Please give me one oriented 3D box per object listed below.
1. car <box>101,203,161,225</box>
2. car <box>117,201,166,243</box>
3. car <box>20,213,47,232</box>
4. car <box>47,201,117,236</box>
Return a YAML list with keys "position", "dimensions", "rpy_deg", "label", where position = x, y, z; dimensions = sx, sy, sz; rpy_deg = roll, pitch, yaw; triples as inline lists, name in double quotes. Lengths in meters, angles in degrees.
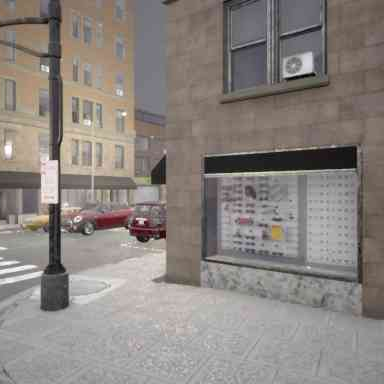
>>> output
- position: [-4.425, 1.548, 24.850]
  dimensions: [1.947, 1.339, 4.313]
  rpy_deg: [0, 0, 35]
  label: "car"
- position: [-0.676, 1.305, 15.314]
  dimensions: [2.192, 1.841, 5.009]
  rpy_deg: [0, 0, 35]
  label: "car"
- position: [-7.754, 1.519, 20.070]
  dimensions: [1.752, 1.417, 4.829]
  rpy_deg: [0, 0, 35]
  label: "car"
- position: [-5.317, 1.344, 18.744]
  dimensions: [2.097, 1.767, 4.553]
  rpy_deg: [0, 0, 35]
  label: "car"
